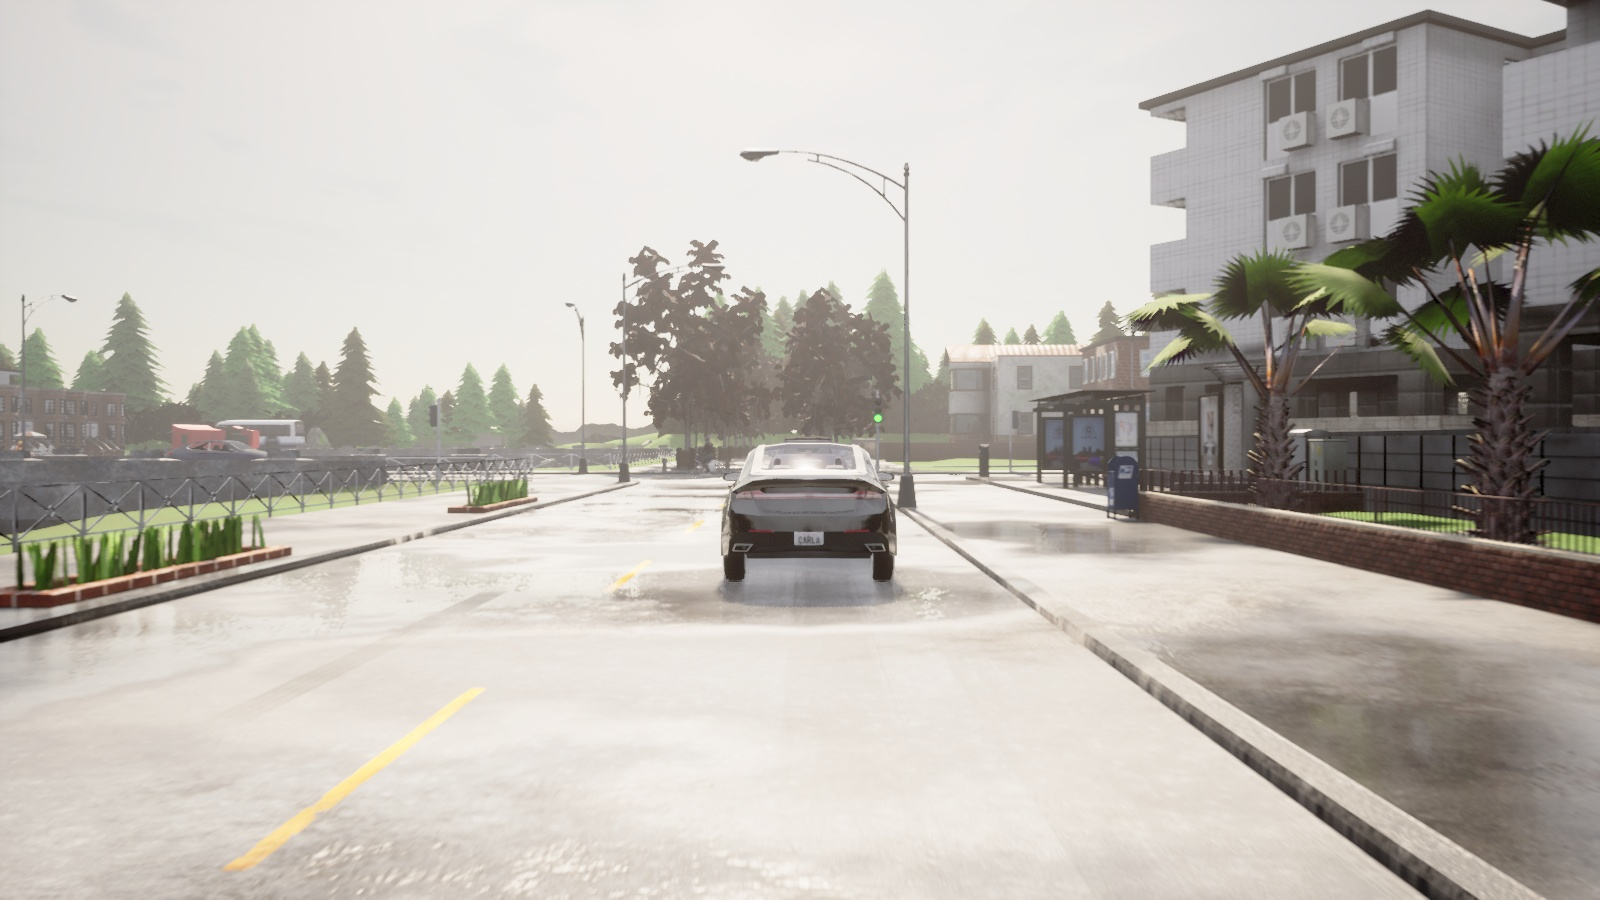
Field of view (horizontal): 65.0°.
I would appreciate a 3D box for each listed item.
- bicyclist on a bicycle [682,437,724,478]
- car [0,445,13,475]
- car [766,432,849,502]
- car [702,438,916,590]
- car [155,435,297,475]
[{"bbox_3d":[-4.287,0.301,55.470,1.843,1.776,0.659,1,2,36],"label":"bicyclist on a bicycle"},{"bbox_3d":[-38.732,0.456,57.445,4.181,1.385,1.994,0,0,0],"label":"car"},{"bbox_3d":[0.212,0.413,34.106,2.097,1.767,4.553,0,0,0],"label":"car"},{"bbox_3d":[0.101,0.619,14.923,2.128,1.511,4.902,0,0,0],"label":"car"},{"bbox_3d":[-24.335,0.205,53.361,5.027,1.651,2.152,0,0,0],"label":"car"}]
